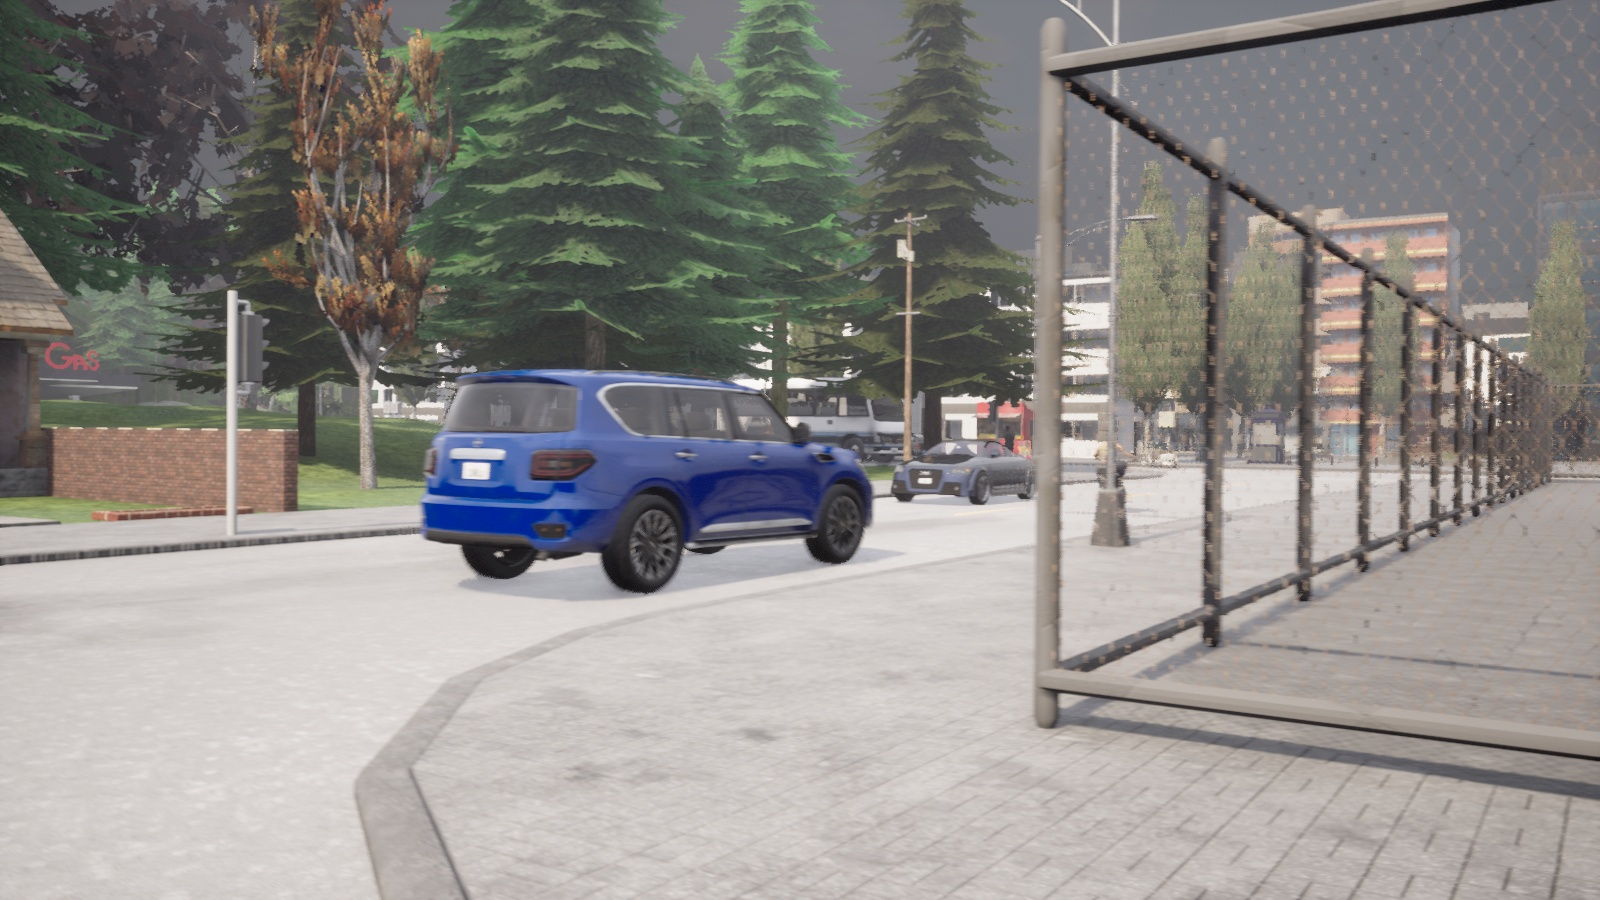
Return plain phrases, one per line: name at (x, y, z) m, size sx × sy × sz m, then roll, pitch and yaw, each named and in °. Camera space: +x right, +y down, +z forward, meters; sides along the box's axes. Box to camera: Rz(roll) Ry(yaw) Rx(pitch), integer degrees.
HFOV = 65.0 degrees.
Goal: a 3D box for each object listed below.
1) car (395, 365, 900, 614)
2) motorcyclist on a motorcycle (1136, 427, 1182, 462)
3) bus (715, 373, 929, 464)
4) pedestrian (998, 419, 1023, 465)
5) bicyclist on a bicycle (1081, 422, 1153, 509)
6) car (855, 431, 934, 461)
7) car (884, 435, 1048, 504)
car at (-1.255, 0.281, 13.205) m, size 2.150 × 2.045 × 5.566 m, roll 0°, pitch 1°, yaw 34°
motorcyclist on a motorcycle at (16.420, -0.248, 57.437) m, size 1.817 × 1.590 × 0.866 m, roll 0°, pitch 1°, yaw 37°
bus at (0.975, -1.514, 63.027) m, size 10.273 × 4.253 × 3.944 m, roll 0°, pitch 1°, yaw 35°
pedestrian at (8.641, -0.341, 51.543) m, size 0.849 × 1.883 × 0.563 m, roll 0°, pitch 1°, yaw 40°
bicyclist on a bicycle at (6.098, 0.283, 24.117) m, size 0.866 × 1.612 × 1.509 m, roll 0°, pitch 1°, yaw 34°
car at (4.903, -0.222, 65.186) m, size 3.705 × 1.549 × 1.789 m, roll 0°, pitch 1°, yaw 34°
car at (3.759, 0.381, 27.831) m, size 1.994 × 1.385 × 4.181 m, roll 0°, pitch 1°, yaw 33°
